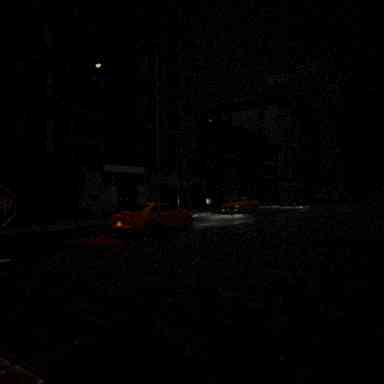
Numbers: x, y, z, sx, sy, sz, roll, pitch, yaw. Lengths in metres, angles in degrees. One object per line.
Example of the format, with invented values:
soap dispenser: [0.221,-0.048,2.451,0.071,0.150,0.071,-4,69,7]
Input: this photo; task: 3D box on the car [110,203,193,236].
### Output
car: [-1.881,1.274,17.069,1.882,1.535,5.008,-2,0,35]

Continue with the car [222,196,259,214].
car: [4.584,1.194,31.321,1.882,1.535,5.008,-2,-1,35]

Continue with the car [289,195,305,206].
car: [14.897,1.199,45.947,1.837,1.490,4.892,-2,-1,35]

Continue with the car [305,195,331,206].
car: [16.982,1.074,44.133,1.882,1.535,5.008,-2,-1,35]
